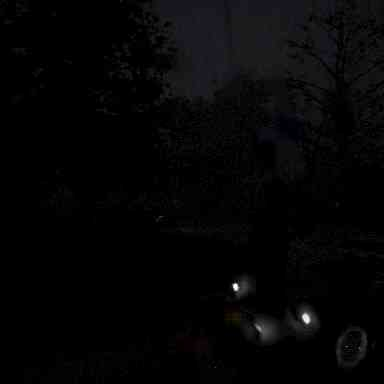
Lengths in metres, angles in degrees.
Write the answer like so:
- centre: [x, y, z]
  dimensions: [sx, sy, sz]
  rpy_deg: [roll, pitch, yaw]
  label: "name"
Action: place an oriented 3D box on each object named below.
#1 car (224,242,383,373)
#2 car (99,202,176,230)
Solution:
- centre: [2.924, 1.594, 5.614]
  dimensions: [4.718, 1.301, 1.895]
  rpy_deg: [0, 0, -28]
  label: "car"
- centre: [-3.369, 1.397, 20.470]
  dimensions: [5.008, 1.535, 1.882]
  rpy_deg: [0, 0, 25]
  label: "car"
